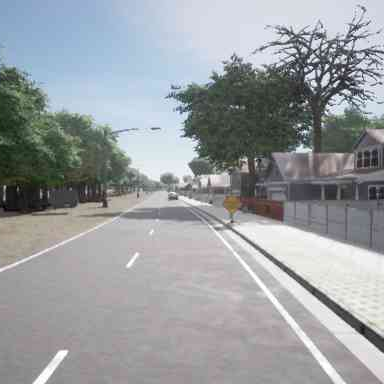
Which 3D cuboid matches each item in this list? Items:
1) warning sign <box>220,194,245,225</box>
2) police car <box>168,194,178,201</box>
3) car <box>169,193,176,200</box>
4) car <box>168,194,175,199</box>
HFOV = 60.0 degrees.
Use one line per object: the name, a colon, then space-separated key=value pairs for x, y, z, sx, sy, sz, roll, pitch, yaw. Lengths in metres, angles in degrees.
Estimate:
warning sign: x=2.487 y=1.044 z=20.554 sx=1.300 sy=1.860 sz=1.060 roll=0 pitch=1 yaw=-3
police car: x=-4.182 y=1.183 z=75.580 sx=1.930 sy=1.638 sz=5.238 roll=0 pitch=0 yaw=-5
car: x=-5.071 y=1.178 z=85.620 sx=1.801 sy=1.575 sz=5.366 roll=0 pitch=0 yaw=-5
car: x=-5.584 y=1.237 z=91.407 sx=1.837 sy=1.490 sz=4.892 roll=0 pitch=0 yaw=-5
